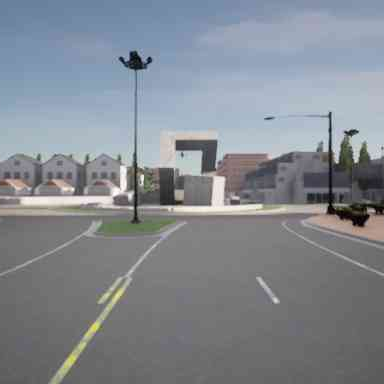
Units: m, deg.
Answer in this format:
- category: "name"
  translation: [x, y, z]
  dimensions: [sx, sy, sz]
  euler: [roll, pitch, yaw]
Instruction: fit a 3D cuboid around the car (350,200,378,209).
- category: "car"
  translation: [23.663, 1.787, 45.258]
  dimensions: [4.718, 1.301, 1.895]
  euler: [0, 0, -35]
